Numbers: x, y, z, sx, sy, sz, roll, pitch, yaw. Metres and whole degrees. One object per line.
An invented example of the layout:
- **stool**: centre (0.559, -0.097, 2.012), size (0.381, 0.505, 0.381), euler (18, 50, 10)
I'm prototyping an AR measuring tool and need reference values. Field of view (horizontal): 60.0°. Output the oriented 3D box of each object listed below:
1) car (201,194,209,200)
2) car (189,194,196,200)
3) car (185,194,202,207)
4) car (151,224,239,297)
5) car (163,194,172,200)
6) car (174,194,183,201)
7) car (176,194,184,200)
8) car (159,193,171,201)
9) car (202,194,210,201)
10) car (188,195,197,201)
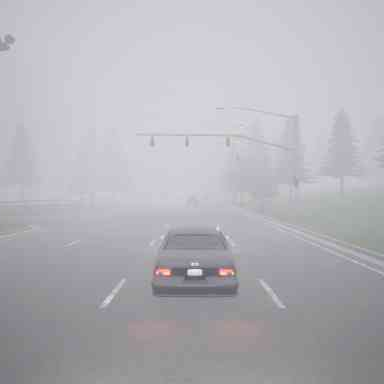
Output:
- **car**: centre (3.598, 1.310, 93.825), size (1.882, 1.535, 5.008), euler (0, 0, 0)
- **car**: centre (0.098, 1.310, 93.828), size (1.882, 1.535, 5.008), euler (0, 0, 0)
- **car**: centre (0.053, 1.352, 52.765), size (2.097, 1.767, 4.553), euler (0, 0, 0)
- **car**: centre (0.075, 1.547, 8.726), size (2.033, 1.411, 5.357), euler (0, 0, 0)
- **car**: centre (-6.902, 1.385, 93.836), size (1.994, 1.385, 4.181), euler (0, 0, 0)
- **car**: centre (-3.413, 1.517, 83.829), size (1.812, 1.442, 4.674), euler (0, 0, 0)
- **car**: centre (-3.402, 1.358, 93.832), size (2.128, 1.511, 4.902), euler (0, 0, 0)
- **car**: centre (-6.913, 1.217, 83.446), size (2.150, 2.045, 5.566), euler (0, 0, 0)
- **car**: centre (3.587, 1.492, 83.405), size (1.837, 1.490, 4.892), euler (0, 0, 0)
- **car**: centre (0.087, 1.531, 83.408), size (2.033, 1.411, 5.357), euler (0, 0, 0)
